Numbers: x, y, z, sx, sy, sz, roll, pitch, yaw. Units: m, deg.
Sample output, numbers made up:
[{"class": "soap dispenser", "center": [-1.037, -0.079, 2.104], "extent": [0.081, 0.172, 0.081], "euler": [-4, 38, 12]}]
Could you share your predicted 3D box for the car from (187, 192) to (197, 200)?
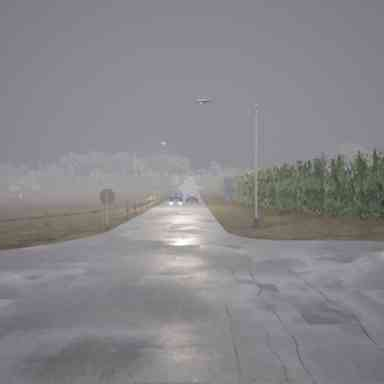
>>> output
[{"class": "car", "center": [-0.018, 0.722, 64.851], "extent": [1.895, 1.301, 4.718], "euler": [0, 2, 0]}]

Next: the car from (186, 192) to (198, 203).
[{"class": "car", "center": [-0.015, 0.943, 54.822], "extent": [1.812, 1.442, 4.674], "euler": [0, 1, 0]}]

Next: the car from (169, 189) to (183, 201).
[{"class": "car", "center": [-2.767, 0.529, 58.954], "extent": [2.150, 2.045, 5.566], "euler": [0, 2, 0]}]
